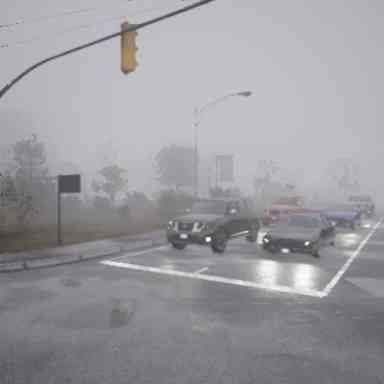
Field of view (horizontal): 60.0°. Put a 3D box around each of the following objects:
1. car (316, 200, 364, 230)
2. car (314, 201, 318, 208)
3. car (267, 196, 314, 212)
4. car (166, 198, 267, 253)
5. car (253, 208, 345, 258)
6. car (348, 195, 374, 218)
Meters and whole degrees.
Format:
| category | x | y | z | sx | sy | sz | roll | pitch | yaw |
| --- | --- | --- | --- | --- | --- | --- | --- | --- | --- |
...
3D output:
| category | x | y | z | sx | sy | sz | roll | pitch | yaw |
| --- | --- | --- | --- | --- | --- | --- | --- | --- | --- |
| car | 9.760 | 1.513 | 21.674 | 1.882 | 1.535 | 5.008 | -1 | 0 | 32 |
| car | 12.325 | 1.615 | 32.277 | 2.033 | 1.411 | 5.357 | -1 | 0 | 32 |
| car | 6.636 | 1.285 | 23.289 | 2.150 | 2.045 | 5.566 | -1 | 0 | 32 |
| car | 1.160 | 1.281 | 14.612 | 2.150 | 2.045 | 5.566 | -1 | 0 | 32 |
| car | 4.521 | 1.579 | 13.378 | 2.033 | 1.411 | 5.357 | -1 | 0 | 32 |
| car | 15.482 | 1.262 | 30.724 | 2.150 | 2.045 | 5.566 | -1 | 0 | 32 |
